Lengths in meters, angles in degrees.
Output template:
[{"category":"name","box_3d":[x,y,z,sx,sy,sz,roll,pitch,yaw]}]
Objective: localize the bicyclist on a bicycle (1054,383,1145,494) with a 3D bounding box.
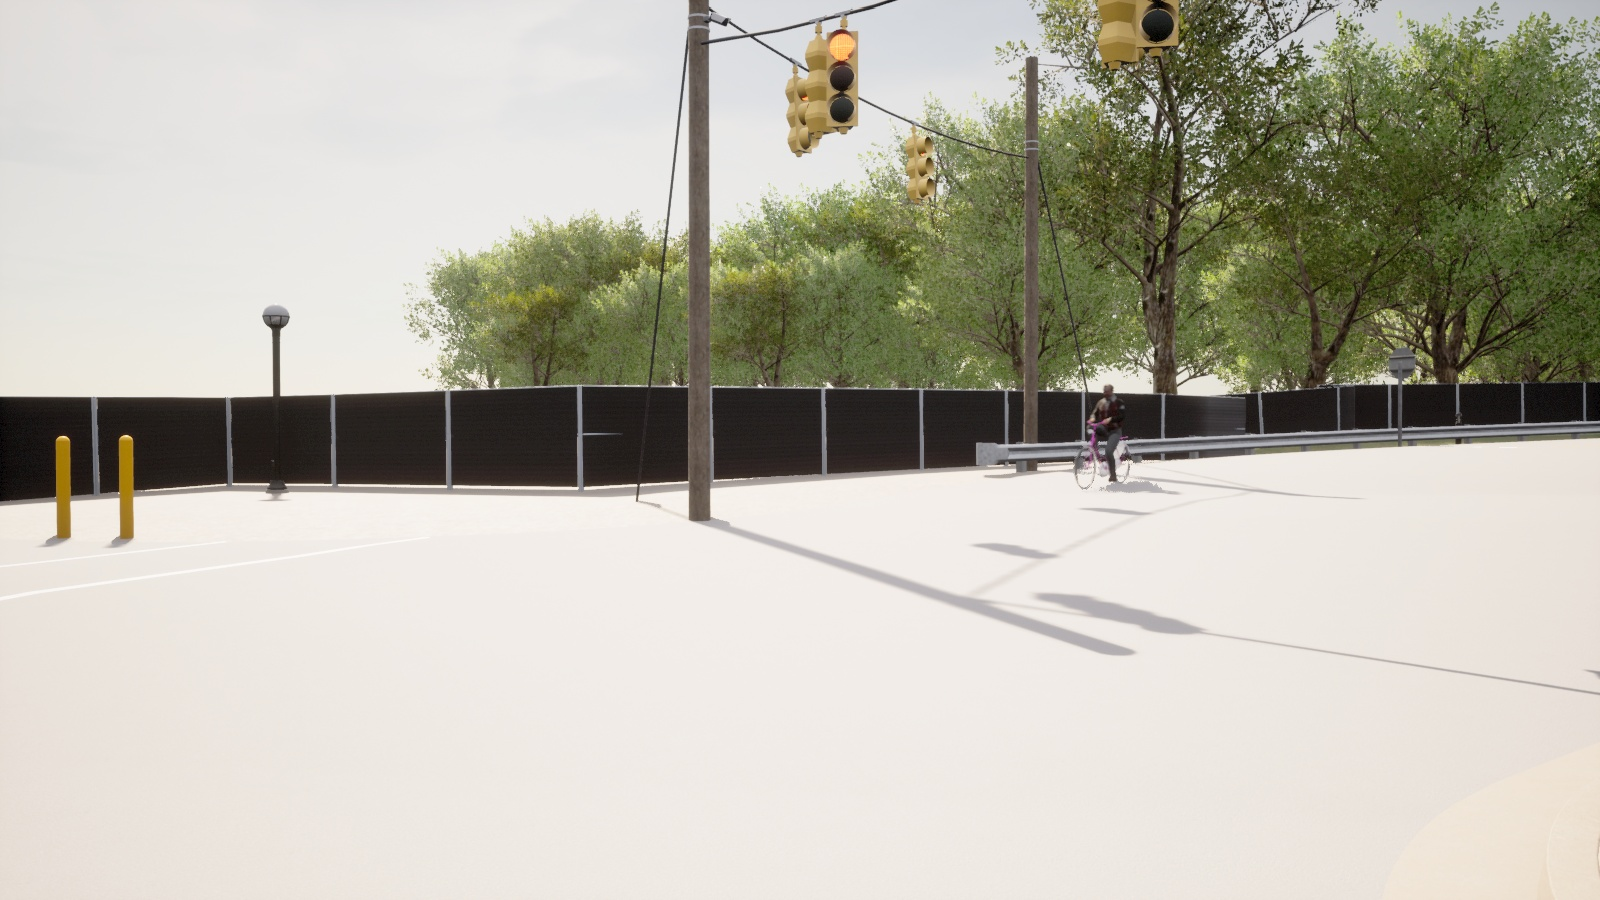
[{"category":"bicyclist on a bicycle","box_3d":[5.091,-0.227,21.298,0.659,1.776,1.843,3,5,43]}]
